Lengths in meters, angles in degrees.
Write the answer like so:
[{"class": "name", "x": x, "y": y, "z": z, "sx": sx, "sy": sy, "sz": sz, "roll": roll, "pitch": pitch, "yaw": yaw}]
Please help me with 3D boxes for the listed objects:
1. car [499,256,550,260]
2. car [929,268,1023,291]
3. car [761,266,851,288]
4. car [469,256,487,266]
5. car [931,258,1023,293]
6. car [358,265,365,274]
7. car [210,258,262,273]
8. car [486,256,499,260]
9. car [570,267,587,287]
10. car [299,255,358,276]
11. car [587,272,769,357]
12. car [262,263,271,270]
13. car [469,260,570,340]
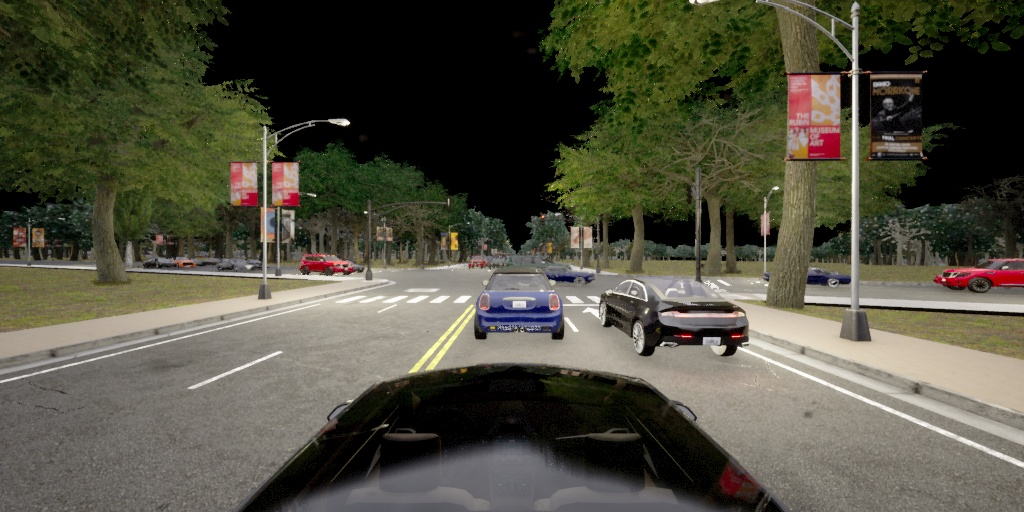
[{"class": "car", "x": 2.155, "y": 0.996, "z": 29.429, "sx": 5.566, "sy": 2.045, "sz": 2.150, "roll": 0, "pitch": 0, "yaw": 24}, {"class": "car", "x": 31.483, "y": 1.537, "z": 23.686, "sx": 4.718, "sy": 1.301, "sz": 1.895, "roll": 0, "pitch": 0, "yaw": 24}, {"class": "car", "x": 20.395, "y": 1.478, "z": 25.071, "sx": 4.718, "sy": 1.301, "sz": 1.895, "roll": 0, "pitch": 0, "yaw": 24}, {"class": "car", "x": -5.626, "y": 0.978, "z": 57.962, "sx": 2.150, "sy": 2.045, "sz": 5.566, "roll": 0, "pitch": 0, "yaw": 1}, {"class": "car", "x": 29.309, "y": 1.153, "z": 21.089, "sx": 5.566, "sy": 2.045, "sz": 2.150, "roll": 0, "pitch": 0, "yaw": 25}, {"class": "car", "x": -18.007, "y": 1.166, "z": 38.422, "sx": 4.892, "sy": 1.490, "sz": 1.837, "roll": 0, "pitch": 0, "yaw": 24}, {"class": "car", "x": -31.479, "y": 1.086, "z": 40.873, "sx": 4.902, "sy": 1.511, "sz": 2.128, "roll": 0, "pitch": 0, "yaw": 24}, {"class": "car", "x": -2.397, "y": 1.108, "z": 55.895, "sx": 2.097, "sy": 1.767, "sz": 4.553, "roll": 0, "pitch": 0, "yaw": 1}, {"class": "car", "x": 3.458, "y": 1.387, "z": 25.293, "sx": 4.718, "sy": 1.301, "sz": 1.895, "roll": 0, "pitch": 0, "yaw": 24}, {"class": "car", "x": -18.141, "y": 0.890, "z": 34.919, "sx": 5.566, "sy": 2.045, "sz": 2.150, "roll": 0, "pitch": 0, "yaw": 24}, {"class": "car", "x": 3.429, "y": 1.241, "z": 8.562, "sx": 2.128, "sy": 1.511, "sz": 4.902, "roll": 0, "pitch": 0, "yaw": 0}, {"class": "car", "x": -32.824, "y": 1.127, "z": 45.037, "sx": 5.357, "sy": 1.411, "sz": 2.033, "roll": 0, "pitch": 0, "yaw": 24}, {"class": "car", "x": 0.192, "y": 1.102, "z": 10.150, "sx": 2.097, "sy": 1.767, "sz": 4.553, "roll": 0, "pitch": 0, "yaw": 1}]
